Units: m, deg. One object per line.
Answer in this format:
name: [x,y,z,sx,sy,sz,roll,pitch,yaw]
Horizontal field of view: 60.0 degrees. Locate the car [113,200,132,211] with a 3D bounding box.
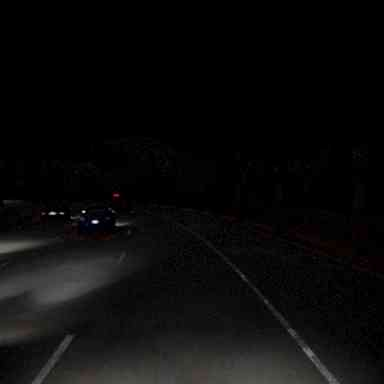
car: [-8.949,1.632,41.929,1.994,1.385,4.181,0,0,-23]

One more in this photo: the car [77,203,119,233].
car: [-5.635,1.584,19.968,1.994,1.385,4.181,0,0,-11]

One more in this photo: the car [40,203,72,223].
car: [-10.644,1.590,26.204,2.033,1.411,5.357,0,0,-15]

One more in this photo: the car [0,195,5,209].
car: [-21.894,1.327,36.377,2.150,2.045,5.566,0,0,-24]
